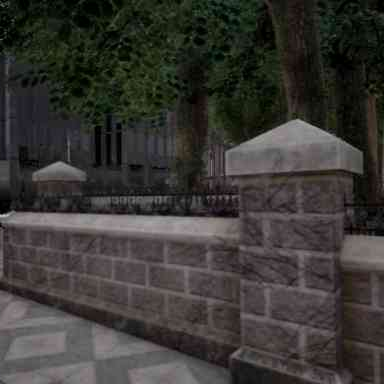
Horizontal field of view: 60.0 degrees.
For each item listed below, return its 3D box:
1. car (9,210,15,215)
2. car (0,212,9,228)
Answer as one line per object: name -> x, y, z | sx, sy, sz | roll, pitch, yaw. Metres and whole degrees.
car -> -8.612, 1.545, 21.501 | 2.128, 1.511, 4.902 | -2, -1, 35
car -> -11.244, 1.676, 22.405 | 1.947, 1.339, 4.313 | -1, -1, 36
